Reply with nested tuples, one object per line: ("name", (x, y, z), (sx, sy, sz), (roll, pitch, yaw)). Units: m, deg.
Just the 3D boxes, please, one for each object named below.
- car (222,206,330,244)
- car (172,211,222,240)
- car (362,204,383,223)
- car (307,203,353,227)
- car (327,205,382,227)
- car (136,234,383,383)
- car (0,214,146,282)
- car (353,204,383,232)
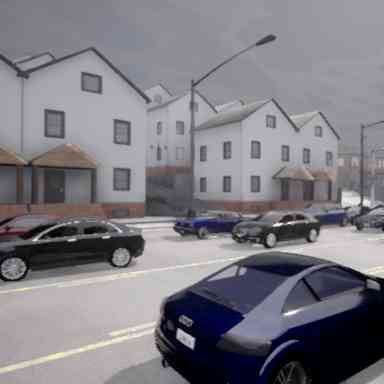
("car", (3.981, 1.610, 15.358), (4.892, 1.490, 1.837), (1, 0, -35))
("car", (1.328, 1.699, 17.771), (4.718, 1.301, 1.895), (1, 0, -35))
("car", (16.748, 1.792, 28.625), (4.674, 1.442, 1.812), (1, 0, -35))
("car", (8.719, 1.531, 22.987), (4.553, 1.767, 2.097), (1, 0, -35))
("car", (12.551, 1.761, 25.592), (4.674, 1.442, 1.812), (1, 0, -35))
("car", (1.559, 1.599, 4.823), (4.181, 1.385, 1.994), (1, 0, -35))
("car", (-3.761, 1.526, 9.890), (4.892, 1.490, 1.837), (1, -1, -35))
("car", (12.383, 1.723, 21.295), (4.674, 1.442, 1.812), (1, 0, -35))
